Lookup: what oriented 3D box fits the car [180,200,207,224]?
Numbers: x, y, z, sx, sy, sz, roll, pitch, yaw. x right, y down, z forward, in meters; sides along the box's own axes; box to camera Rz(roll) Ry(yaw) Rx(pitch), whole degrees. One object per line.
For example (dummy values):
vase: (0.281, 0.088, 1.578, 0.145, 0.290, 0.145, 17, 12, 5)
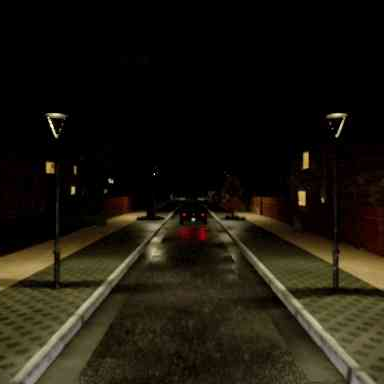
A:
car: (0.099, 1.528, 24.201, 1.895, 1.301, 4.718, 0, 0, 0)
